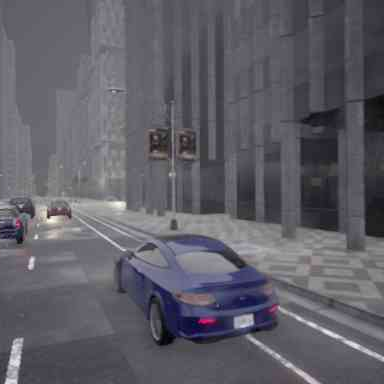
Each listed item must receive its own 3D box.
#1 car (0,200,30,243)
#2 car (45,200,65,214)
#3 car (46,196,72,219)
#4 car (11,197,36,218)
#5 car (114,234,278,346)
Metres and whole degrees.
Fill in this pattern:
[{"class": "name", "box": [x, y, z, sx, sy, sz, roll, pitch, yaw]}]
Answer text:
[{"class": "car", "box": [-9.457, 1.489, 16.567, 2.097, 1.767, 4.553, 0, 0, -24]}, {"class": "car", "box": [-16.951, 1.780, 41.107, 2.128, 1.511, 4.902, 0, 0, -24]}, {"class": "car", "box": [-12.780, 1.573, 31.858, 2.097, 1.767, 4.553, 0, 0, -24]}, {"class": "car", "box": [-16.601, 1.475, 32.562, 2.150, 2.045, 5.566, 0, 0, -24]}, {"class": "car", "box": [-0.257, 1.552, 6.486, 1.812, 1.442, 4.674, 0, 0, -24]}]
